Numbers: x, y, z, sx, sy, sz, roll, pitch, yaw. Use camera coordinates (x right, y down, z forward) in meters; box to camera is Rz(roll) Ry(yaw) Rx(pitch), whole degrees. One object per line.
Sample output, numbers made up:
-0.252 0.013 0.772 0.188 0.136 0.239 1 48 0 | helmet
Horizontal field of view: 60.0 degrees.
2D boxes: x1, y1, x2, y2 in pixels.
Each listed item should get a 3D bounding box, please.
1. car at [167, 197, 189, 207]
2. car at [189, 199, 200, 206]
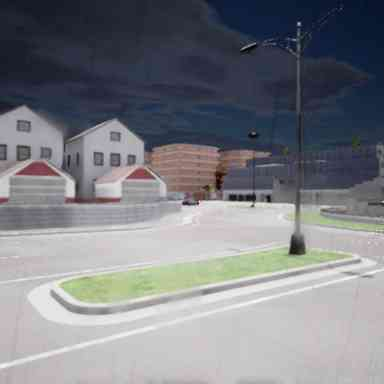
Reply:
-3.098 1.628 57.949 2.097 1.767 4.553 1 0 -33 | car
-0.281 1.872 60.066 1.994 1.385 4.181 1 0 -32 | car
